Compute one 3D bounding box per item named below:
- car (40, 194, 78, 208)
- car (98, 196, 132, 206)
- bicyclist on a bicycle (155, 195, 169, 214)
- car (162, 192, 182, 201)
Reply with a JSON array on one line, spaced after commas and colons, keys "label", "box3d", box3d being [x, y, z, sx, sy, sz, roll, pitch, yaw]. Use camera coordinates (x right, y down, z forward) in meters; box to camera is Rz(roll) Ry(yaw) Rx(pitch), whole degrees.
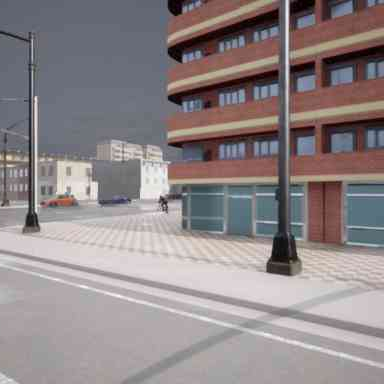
[{"label": "car", "box3d": [-17.227, 1.102, 43.098, 2.097, 1.767, 4.553, 0, 1, 37]}, {"label": "car", "box3d": [-10.663, 1.240, 46.058, 1.895, 1.301, 4.718, 0, 1, 37]}, {"label": "bicyclist on a bicycle", "box3d": [-2.613, 1.090, 29.256, 1.656, 1.620, 0.582, 0, 1, 37]}, {"label": "car", "box3d": [-3.626, 0.842, 61.288, 2.128, 1.511, 4.902, 0, 1, 37]}]
